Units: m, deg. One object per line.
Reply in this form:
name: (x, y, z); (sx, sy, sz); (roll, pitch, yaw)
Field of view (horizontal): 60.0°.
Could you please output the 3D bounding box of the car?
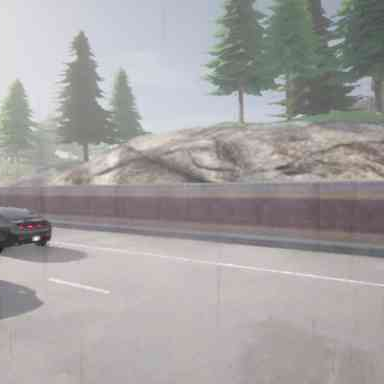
car: (-7.420, 1.359, 12.804); (4.892, 1.490, 1.837); (0, 1, 33)
